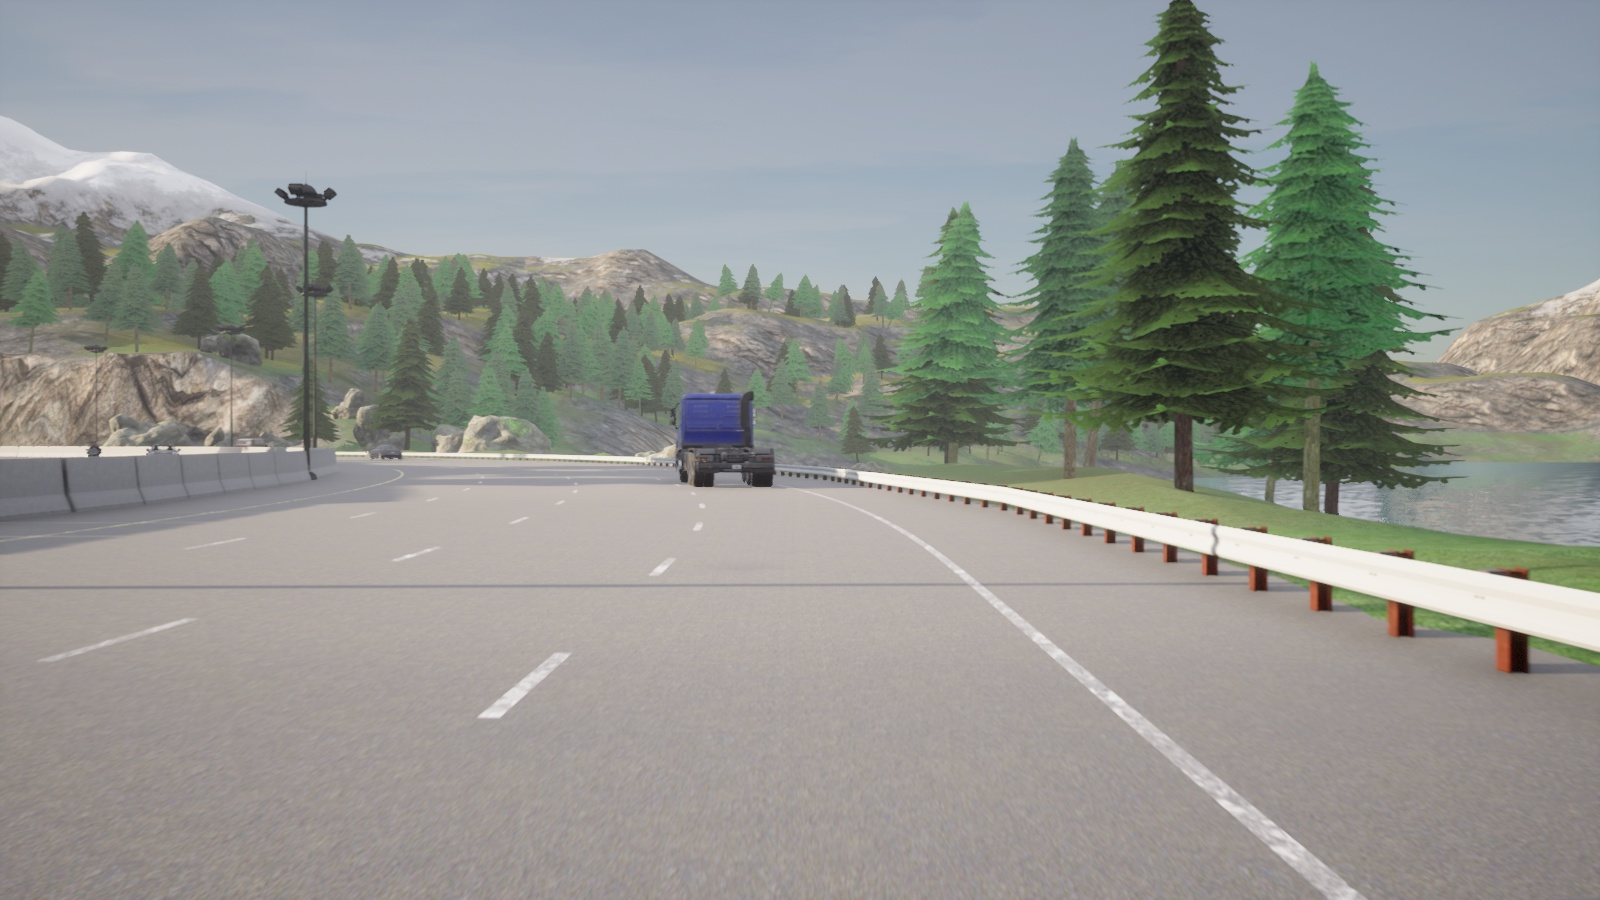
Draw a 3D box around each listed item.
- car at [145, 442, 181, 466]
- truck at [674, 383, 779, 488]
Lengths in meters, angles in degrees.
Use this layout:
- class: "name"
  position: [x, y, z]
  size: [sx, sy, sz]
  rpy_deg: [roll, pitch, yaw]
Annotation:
- class: "car"
  position: [-39.814, 0.237, 78.468]
  size: [1.970, 1.475, 3.806]
  rpy_deg: [0, 0, -27]
- class: "truck"
  position: [-2.821, -0.495, 45.626]
  size: [2.891, 3.462, 7.936]
  rpy_deg: [0, 0, -10]
